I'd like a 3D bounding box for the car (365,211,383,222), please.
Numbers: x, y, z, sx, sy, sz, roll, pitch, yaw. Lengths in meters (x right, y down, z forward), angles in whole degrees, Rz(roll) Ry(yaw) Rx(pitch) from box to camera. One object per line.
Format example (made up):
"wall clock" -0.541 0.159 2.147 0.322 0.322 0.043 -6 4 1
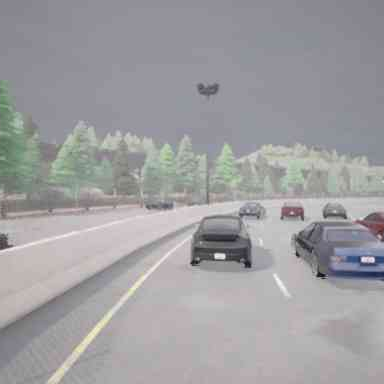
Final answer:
"car" 8.587 1.560 14.447 1.882 1.535 5.008 0 0 10

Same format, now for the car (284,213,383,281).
"car" 4.327 1.597 10.072 2.033 1.411 5.357 0 0 7

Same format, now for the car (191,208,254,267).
"car" 1.080 1.545 11.629 1.837 1.490 4.892 0 0 7

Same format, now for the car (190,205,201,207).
"car" 0.729 1.705 46.237 1.994 1.385 4.181 0 0 26

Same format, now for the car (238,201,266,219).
"car" 5.587 1.664 30.597 2.033 1.411 5.357 0 0 20

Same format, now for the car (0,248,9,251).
"car" -6.632 1.541 7.893 2.033 1.411 5.357 0 0 5

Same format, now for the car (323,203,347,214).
"car" 13.395 1.718 31.338 1.994 1.385 4.181 0 0 21

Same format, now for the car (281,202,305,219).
"car" 9.086 1.607 29.877 1.882 1.535 5.008 0 0 19
